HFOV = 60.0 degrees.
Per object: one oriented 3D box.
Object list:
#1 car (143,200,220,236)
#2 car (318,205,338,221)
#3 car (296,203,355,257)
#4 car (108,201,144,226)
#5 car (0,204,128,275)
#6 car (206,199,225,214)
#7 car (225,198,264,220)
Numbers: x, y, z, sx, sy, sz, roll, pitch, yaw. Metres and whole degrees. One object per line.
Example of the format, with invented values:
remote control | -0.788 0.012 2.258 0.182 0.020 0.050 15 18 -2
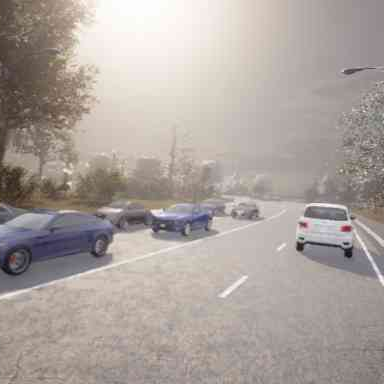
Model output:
car | -0.388 1.370 18.068 1.882 1.535 5.008 4 0 23
car | 15.072 2.259 37.128 1.812 1.442 4.674 4 1 20
car | 6.140 1.559 15.227 2.150 2.045 5.566 4 0 24
car | -3.906 1.223 18.750 1.994 1.385 4.181 4 0 24
car | -4.129 1.213 9.522 1.812 1.442 4.674 4 0 26
car | 1.968 1.445 32.572 1.837 1.490 4.892 4 1 22
car | 5.002 1.638 30.780 2.128 1.511 4.902 4 1 22
